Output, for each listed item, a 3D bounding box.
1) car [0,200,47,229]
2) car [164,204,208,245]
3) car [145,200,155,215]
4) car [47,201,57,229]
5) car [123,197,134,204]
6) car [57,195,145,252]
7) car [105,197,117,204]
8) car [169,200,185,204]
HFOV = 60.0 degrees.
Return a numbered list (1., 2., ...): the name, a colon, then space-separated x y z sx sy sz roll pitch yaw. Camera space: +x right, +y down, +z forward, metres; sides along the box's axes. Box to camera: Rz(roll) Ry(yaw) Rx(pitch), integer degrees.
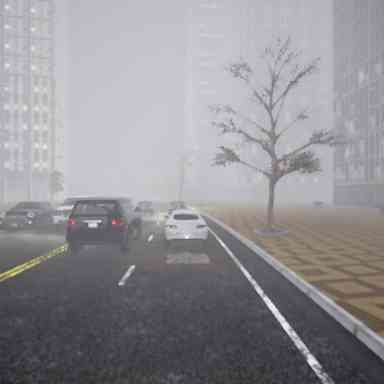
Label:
1. car: -10.602 1.355 21.850 2.097 1.767 4.553 0 0 -4
2. car: -0.303 1.520 15.408 1.812 1.442 4.674 0 0 -2
3. car: -4.827 1.542 34.091 2.033 1.411 5.357 0 0 -5
4. car: -7.352 1.221 22.137 2.150 2.045 5.566 0 0 -4
5. car: -12.551 1.616 65.509 1.994 1.385 4.181 0 0 -10
6. car: -3.477 1.219 14.009 2.150 2.045 5.566 0 0 -2
7. car: -15.747 1.624 64.920 2.033 1.411 5.357 0 0 -10
8. car: -1.522 1.539 33.657 2.033 1.411 5.357 0 0 -5
